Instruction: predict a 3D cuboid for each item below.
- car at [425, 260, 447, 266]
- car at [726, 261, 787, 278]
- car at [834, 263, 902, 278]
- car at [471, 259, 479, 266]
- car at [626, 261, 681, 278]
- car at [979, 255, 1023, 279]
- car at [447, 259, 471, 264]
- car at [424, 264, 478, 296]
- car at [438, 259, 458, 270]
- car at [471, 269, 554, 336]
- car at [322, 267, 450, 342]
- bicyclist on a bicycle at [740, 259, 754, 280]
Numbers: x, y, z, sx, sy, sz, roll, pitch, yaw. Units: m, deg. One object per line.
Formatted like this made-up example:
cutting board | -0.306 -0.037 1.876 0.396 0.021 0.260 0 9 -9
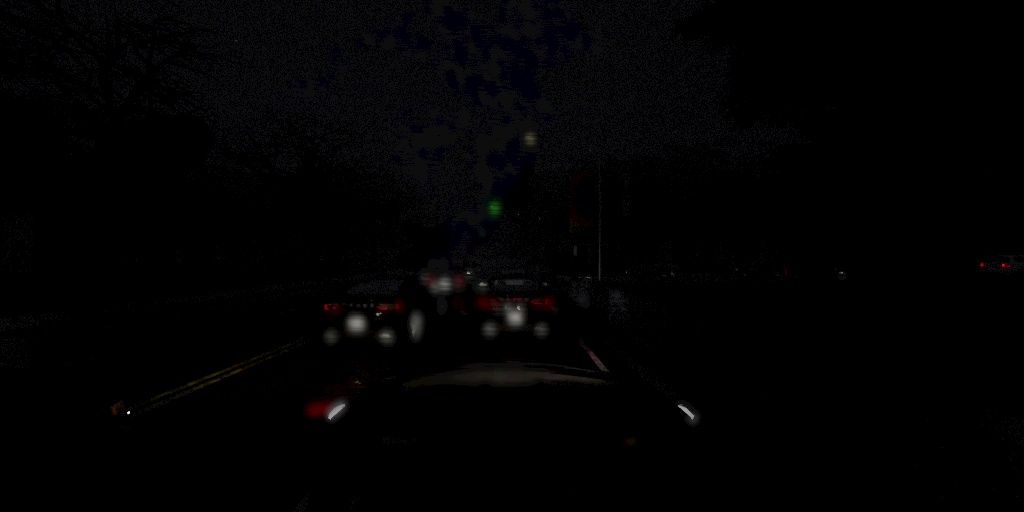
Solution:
car | -9.915 1.310 45.758 1.812 1.442 4.674 0 0 -1
car | 22.709 1.214 33.442 5.008 1.535 1.882 0 0 0
car | 33.067 1.329 33.438 4.718 1.301 1.895 0 0 0
car | -6.671 1.360 55.361 1.994 1.385 4.181 0 0 0
car | 13.140 1.239 33.441 4.902 1.511 2.128 0 0 0
car | 43.546 0.946 30.543 5.566 2.045 2.150 0 0 0
car | -6.664 1.310 45.501 1.812 1.442 4.674 0 0 0
car | -3.197 1.322 19.190 1.994 1.385 4.181 0 0 0
car | -9.915 1.288 55.865 2.128 1.511 4.902 0 0 0
car | 0.081 1.231 10.490 1.882 1.535 5.008 0 0 0
car | -3.167 1.230 9.794 1.882 1.535 5.008 0 0 0
bicyclist on a bicycle | 18.091 1.044 27.582 0.582 1.620 1.656 0 0 0
